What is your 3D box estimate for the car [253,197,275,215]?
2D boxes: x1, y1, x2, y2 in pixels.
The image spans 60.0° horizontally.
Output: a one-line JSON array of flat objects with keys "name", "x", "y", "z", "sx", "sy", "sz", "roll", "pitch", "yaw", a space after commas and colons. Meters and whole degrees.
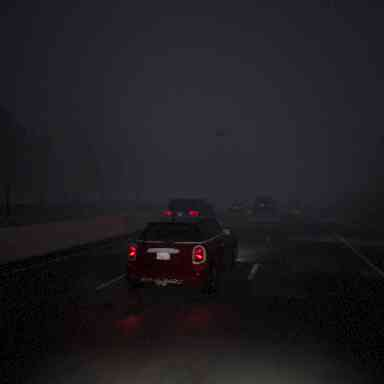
[{"name": "car", "x": 8.219, "y": 1.534, "z": 37.835, "sx": 2.150, "sy": 2.045, "sz": 5.566, "roll": -1, "pitch": 0, "yaw": 16}]

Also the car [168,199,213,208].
[{"name": "car", "x": 0.027, "y": 1.458, "z": 22.163, "sx": 2.150, "sy": 2.045, "sz": 5.566, "roll": -1, "pitch": -1, "yaw": 16}]

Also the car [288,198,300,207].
[{"name": "car", "x": 18.862, "y": 1.918, "z": 61.400, "sx": 1.882, "sy": 1.535, "sz": 5.008, "roll": -1, "pitch": -1, "yaw": 18}]

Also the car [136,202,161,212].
[{"name": "car", "x": -6.491, "y": 2.212, "z": 50.328, "sx": 1.895, "sy": 1.301, "sz": 4.718, "roll": -1, "pitch": -1, "yaw": 17}]

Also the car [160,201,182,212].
[{"name": "car", "x": -3.081, "y": 2.128, "z": 49.518, "sx": 1.994, "sy": 1.385, "sz": 4.181, "roll": -1, "pitch": -1, "yaw": 17}]

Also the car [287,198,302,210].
[{"name": "car", "x": 14.916, "y": 1.846, "z": 48.335, "sx": 1.837, "sy": 1.490, "sz": 4.892, "roll": -1, "pitch": -2, "yaw": 16}]

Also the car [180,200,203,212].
[{"name": "car", "x": -0.005, "y": 1.985, "z": 47.603, "sx": 1.882, "sy": 1.535, "sz": 5.008, "roll": -1, "pitch": -1, "yaw": 17}]

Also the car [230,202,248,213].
[{"name": "car", "x": 5.894, "y": 1.948, "z": 42.356, "sx": 1.994, "sy": 1.385, "sz": 4.181, "roll": -1, "pitch": -1, "yaw": 16}]

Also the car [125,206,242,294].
[{"name": "car", "x": -0.037, "y": 1.453, "z": 9.391, "sx": 2.097, "sy": 1.767, "sz": 4.553, "roll": -1, "pitch": -1, "yaw": 16}]
